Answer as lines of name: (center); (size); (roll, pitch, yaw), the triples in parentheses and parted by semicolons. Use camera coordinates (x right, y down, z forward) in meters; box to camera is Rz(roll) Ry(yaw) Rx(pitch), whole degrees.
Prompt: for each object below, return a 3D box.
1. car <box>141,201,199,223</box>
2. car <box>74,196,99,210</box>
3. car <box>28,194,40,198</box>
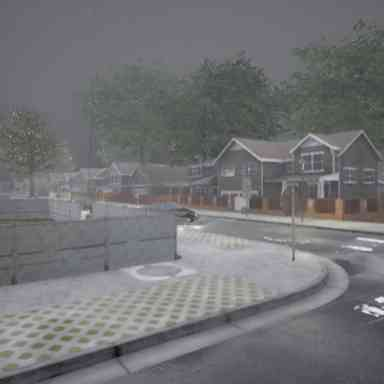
car: (-1.752, 1.361, 22.998); (2.033, 1.411, 5.357); (-1, 1, -35)
car: (-11.968, 1.288, 37.666); (1.837, 1.490, 4.892); (-1, 1, -35)
car: (-31.136, 1.102, 65.166); (2.033, 1.411, 5.357); (-1, 1, -35)
